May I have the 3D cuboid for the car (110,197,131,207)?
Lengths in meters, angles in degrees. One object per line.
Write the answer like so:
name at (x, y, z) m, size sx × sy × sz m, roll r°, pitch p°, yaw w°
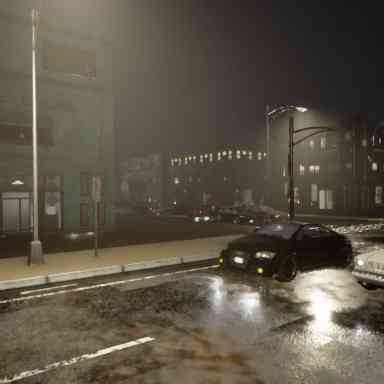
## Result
car at (-14.066, 1.939, 65.087) m, size 2.192 × 1.841 × 5.009 m, roll -1°, pitch 0°, yaw -35°

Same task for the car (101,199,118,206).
car at (-17.270, 2.226, 69.596) m, size 1.887 × 1.381 × 4.507 m, roll -1°, pitch 0°, yaw -35°

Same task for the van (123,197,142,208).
van at (-10.856, 1.906, 60.577) m, size 1.690 × 1.788 × 3.998 m, roll -1°, pitch 0°, yaw -35°

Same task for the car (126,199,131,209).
car at (-6.392, 1.997, 44.358) m, size 2.033 × 1.411 × 5.357 m, roll -1°, pitch 0°, yaw -35°

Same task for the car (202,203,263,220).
car at (3.108, 1.814, 26.302) m, size 1.947 × 1.339 × 4.313 m, roll -2°, pitch 0°, yaw -35°

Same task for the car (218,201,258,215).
car at (5.197, 1.809, 38.030) m, size 2.008 × 1.369 × 4.403 m, roll -2°, pitch 0°, yaw -35°

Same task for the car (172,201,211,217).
car at (-0.295, 1.895, 35.756) m, size 1.994 × 1.385 × 4.181 m, roll -1°, pitch 0°, yaw -37°

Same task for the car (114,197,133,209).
car at (-11.362, 2.087, 56.846) m, size 1.812 × 1.442 × 4.674 m, roll -1°, pitch 0°, yaw -35°

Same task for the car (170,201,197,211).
car at (-1.221, 1.965, 47.049) m, size 1.802 × 1.307 × 4.206 m, roll -2°, pitch 0°, yaw -35°

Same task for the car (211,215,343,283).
car at (2.821, 1.562, 9.691) m, size 4.181 × 1.385 × 1.994 m, roll 0°, pitch 0°, yaw -36°

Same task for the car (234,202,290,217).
car at (5.514, 1.764, 27.614) m, size 2.033 × 1.411 × 5.357 m, roll -1°, pitch 0°, yaw -36°

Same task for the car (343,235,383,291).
car at (5.794, 1.599, 7.821) m, size 4.718 × 1.301 × 1.895 m, roll 0°, pitch 0°, yaw -36°

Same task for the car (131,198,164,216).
car at (-4.842, 1.845, 37.678) m, size 1.967 × 1.590 × 4.097 m, roll -1°, pitch 0°, yaw -35°
